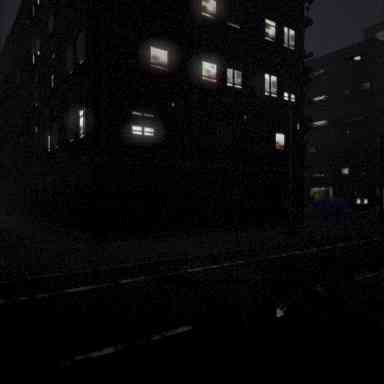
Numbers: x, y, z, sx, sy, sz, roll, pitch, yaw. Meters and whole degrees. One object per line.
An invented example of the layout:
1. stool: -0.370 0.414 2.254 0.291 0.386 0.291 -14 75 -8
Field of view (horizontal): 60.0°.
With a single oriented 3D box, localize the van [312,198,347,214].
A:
1. van: 16.027 1.607 38.923 1.690 1.788 3.998 -1 0 -36
